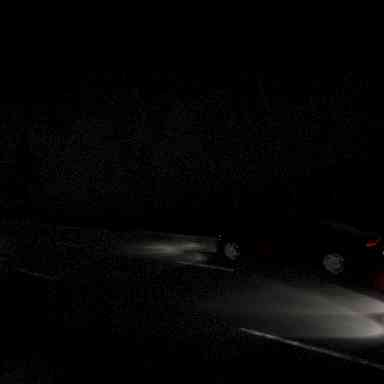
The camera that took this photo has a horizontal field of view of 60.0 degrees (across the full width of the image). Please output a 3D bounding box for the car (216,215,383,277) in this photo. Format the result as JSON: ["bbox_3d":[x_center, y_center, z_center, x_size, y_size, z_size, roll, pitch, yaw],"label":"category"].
[{"bbox_3d":[3.121,1.470,10.362,5.008,1.535,1.882,0,0,35],"label":"car"}]
